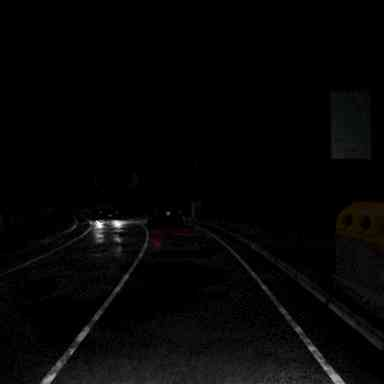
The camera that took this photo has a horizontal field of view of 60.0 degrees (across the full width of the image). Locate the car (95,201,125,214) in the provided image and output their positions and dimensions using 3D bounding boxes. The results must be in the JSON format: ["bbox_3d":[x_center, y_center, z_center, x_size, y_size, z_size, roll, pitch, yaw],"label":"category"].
[{"bbox_3d":[-9.880,1.778,39.968,1.994,1.385,4.181,1,-1,-37],"label":"car"}]

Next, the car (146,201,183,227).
[{"bbox_3d":[-2.112,1.501,24.426,2.097,1.767,4.553,0,-1,-14],"label":"car"}]

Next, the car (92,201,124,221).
[{"bbox_3d":[-7.682,1.672,29.372,1.812,1.442,4.674,1,-1,-25],"label":"car"}]
